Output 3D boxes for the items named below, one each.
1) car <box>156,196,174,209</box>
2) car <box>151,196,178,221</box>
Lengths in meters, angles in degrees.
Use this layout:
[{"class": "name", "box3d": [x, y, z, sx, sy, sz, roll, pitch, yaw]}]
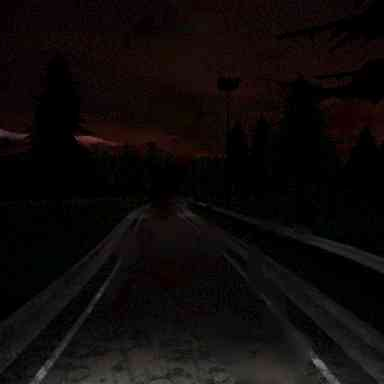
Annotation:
[{"class": "car", "box3d": [-3.460, 1.280, 43.140, 2.128, 1.511, 4.902, 0, 0, -2]}, {"class": "car", "box3d": [-2.181, 1.348, 26.283, 1.882, 1.535, 5.008, 0, 1, -6]}]
